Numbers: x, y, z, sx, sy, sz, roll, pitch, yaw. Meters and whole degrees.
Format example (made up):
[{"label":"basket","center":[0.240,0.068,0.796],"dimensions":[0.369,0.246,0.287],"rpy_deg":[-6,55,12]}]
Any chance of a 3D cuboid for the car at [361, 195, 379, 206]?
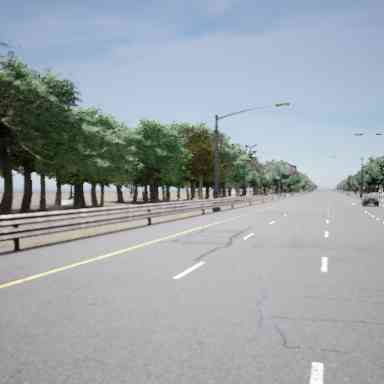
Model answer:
[{"label":"car","center":[24.781,1.187,46.336],"dimensions":[1.812,1.442,4.674],"rpy_deg":[0,0,23]}]
